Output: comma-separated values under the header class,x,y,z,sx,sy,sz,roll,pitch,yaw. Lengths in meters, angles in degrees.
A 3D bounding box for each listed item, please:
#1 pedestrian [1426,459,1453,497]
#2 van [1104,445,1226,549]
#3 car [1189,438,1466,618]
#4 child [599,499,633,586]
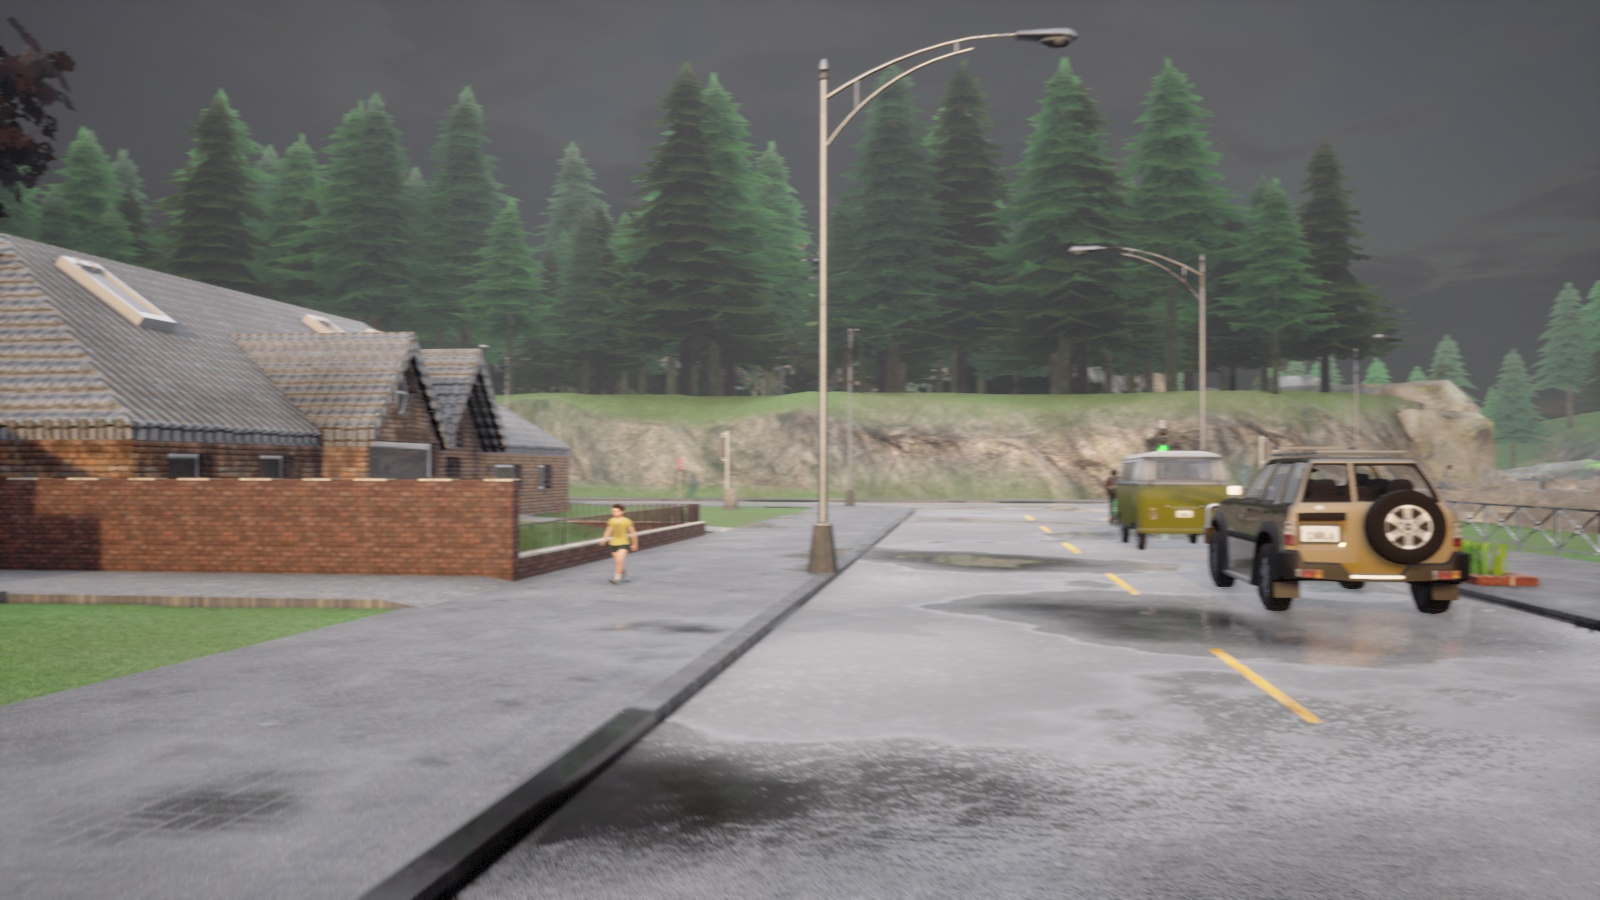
class,x,y,z,sx,sy,sz,roll,pitch,yaw
pedestrian,31.176,1.366,61.214,0.900,1.855,0.874,0,-1,7
van,7.591,0.962,26.511,1.775,1.987,4.442,0,-1,7
car,6.186,0.852,15.352,1.932,1.855,4.605,0,-1,7
child,-2.384,1.189,16.257,0.255,1.110,0.394,-1,-1,25
